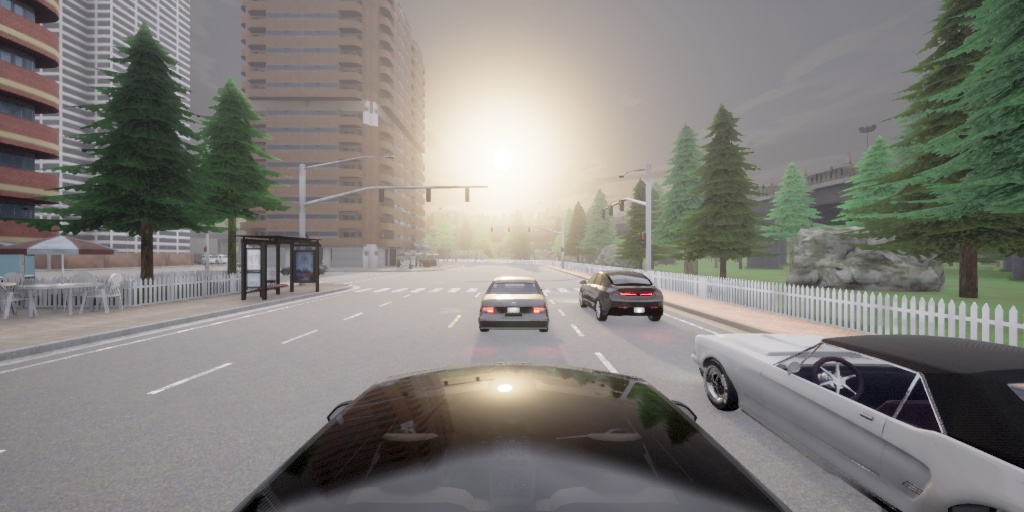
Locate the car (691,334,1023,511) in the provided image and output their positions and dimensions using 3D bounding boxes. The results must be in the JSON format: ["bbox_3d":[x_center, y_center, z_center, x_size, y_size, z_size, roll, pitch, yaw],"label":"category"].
[{"bbox_3d":[3.514,1.351,3.133,1.895,1.301,4.718,0,0,1],"label":"car"}]

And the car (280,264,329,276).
[{"bbox_3d":[-21.835,1.331,37.781,4.674,1.442,1.812,0,0,0],"label":"car"}]

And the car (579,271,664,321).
[{"bbox_3d":[3.564,1.255,12.396,1.837,1.490,4.892,0,0,1],"label":"car"}]

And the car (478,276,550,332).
[{"bbox_3d":[0.077,1.297,10.807,2.033,1.411,5.357,0,0,1],"label":"car"}]
